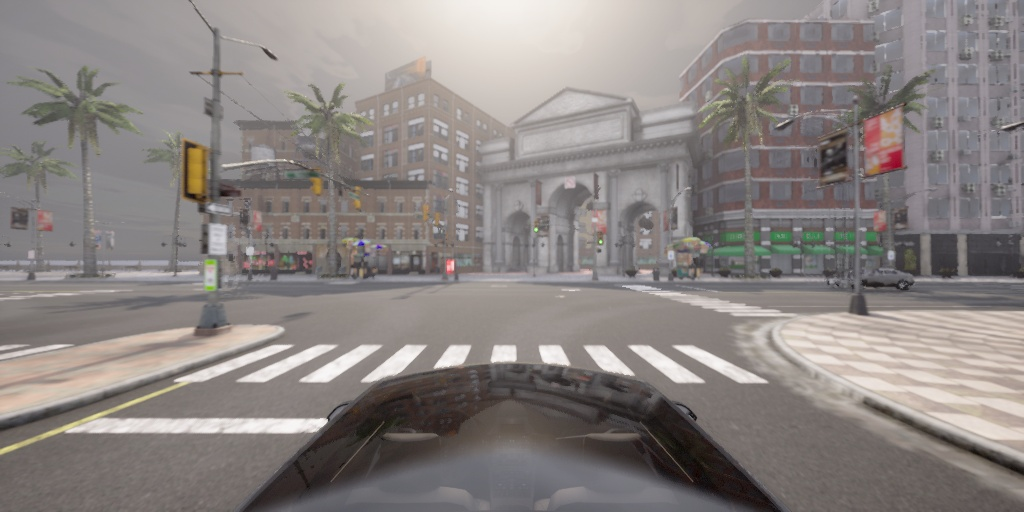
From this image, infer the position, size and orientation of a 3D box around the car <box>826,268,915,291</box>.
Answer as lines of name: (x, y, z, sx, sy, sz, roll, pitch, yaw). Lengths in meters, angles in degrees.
car: (24.205, 1.550, 24.333, 4.902, 1.511, 2.128, 0, -1, 1)
